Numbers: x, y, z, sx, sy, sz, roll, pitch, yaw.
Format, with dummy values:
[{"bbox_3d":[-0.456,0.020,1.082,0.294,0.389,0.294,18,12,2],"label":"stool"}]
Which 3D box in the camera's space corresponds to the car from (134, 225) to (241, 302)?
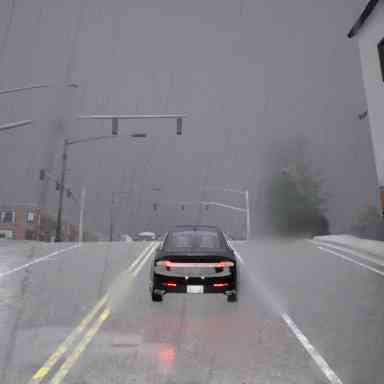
[{"bbox_3d":[0.073,1.595,8.511,2.128,1.511,4.902,0,-1,0],"label":"car"}]
